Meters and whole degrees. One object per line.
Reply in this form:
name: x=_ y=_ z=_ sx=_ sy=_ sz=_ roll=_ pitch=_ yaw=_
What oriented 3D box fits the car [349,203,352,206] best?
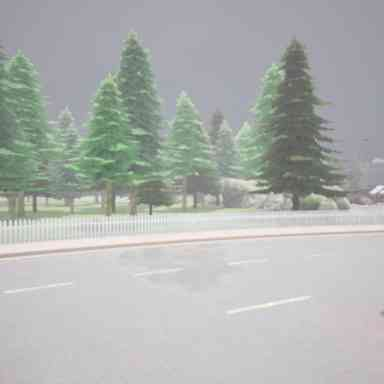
car: x=19.641 y=1.487 z=45.290 sx=1.994 sy=1.385 sz=4.181 roll=0 pitch=0 yaw=-3

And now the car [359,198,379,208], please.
car: x=23.165 y=1.439 z=44.983 sx=1.812 sy=1.442 sz=4.674 roll=0 pitch=0 yaw=-3

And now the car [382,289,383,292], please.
car: x=5.821 y=1.465 z=6.189 sx=4.902 sy=1.511 sz=2.128 roll=0 pitch=0 yaw=-23
